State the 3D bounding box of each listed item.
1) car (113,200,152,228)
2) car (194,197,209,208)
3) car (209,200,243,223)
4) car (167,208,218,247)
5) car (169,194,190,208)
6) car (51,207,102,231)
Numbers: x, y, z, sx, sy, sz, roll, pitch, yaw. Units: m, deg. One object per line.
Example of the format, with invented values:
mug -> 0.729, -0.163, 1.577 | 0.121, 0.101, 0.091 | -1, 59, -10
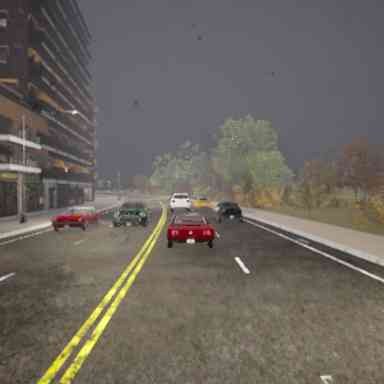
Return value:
car -> -3.866, 1.355, 22.096 | 2.097, 1.767, 4.553 | 0, 0, -3
car -> 1.370, 1.440, 43.728 | 1.882, 1.535, 5.008 | 0, 0, -5
car -> 2.661, 1.483, 25.615 | 1.837, 1.490, 4.892 | 0, 0, -3
car -> -0.117, 1.596, 14.990 | 1.895, 1.301, 4.718 | 0, 0, -2
car -> -1.433, 1.198, 39.036 | 2.150, 2.045, 5.566 | 0, 0, -5
car -> -7.053, 1.615, 20.724 | 1.895, 1.301, 4.718 | 0, 0, -2
